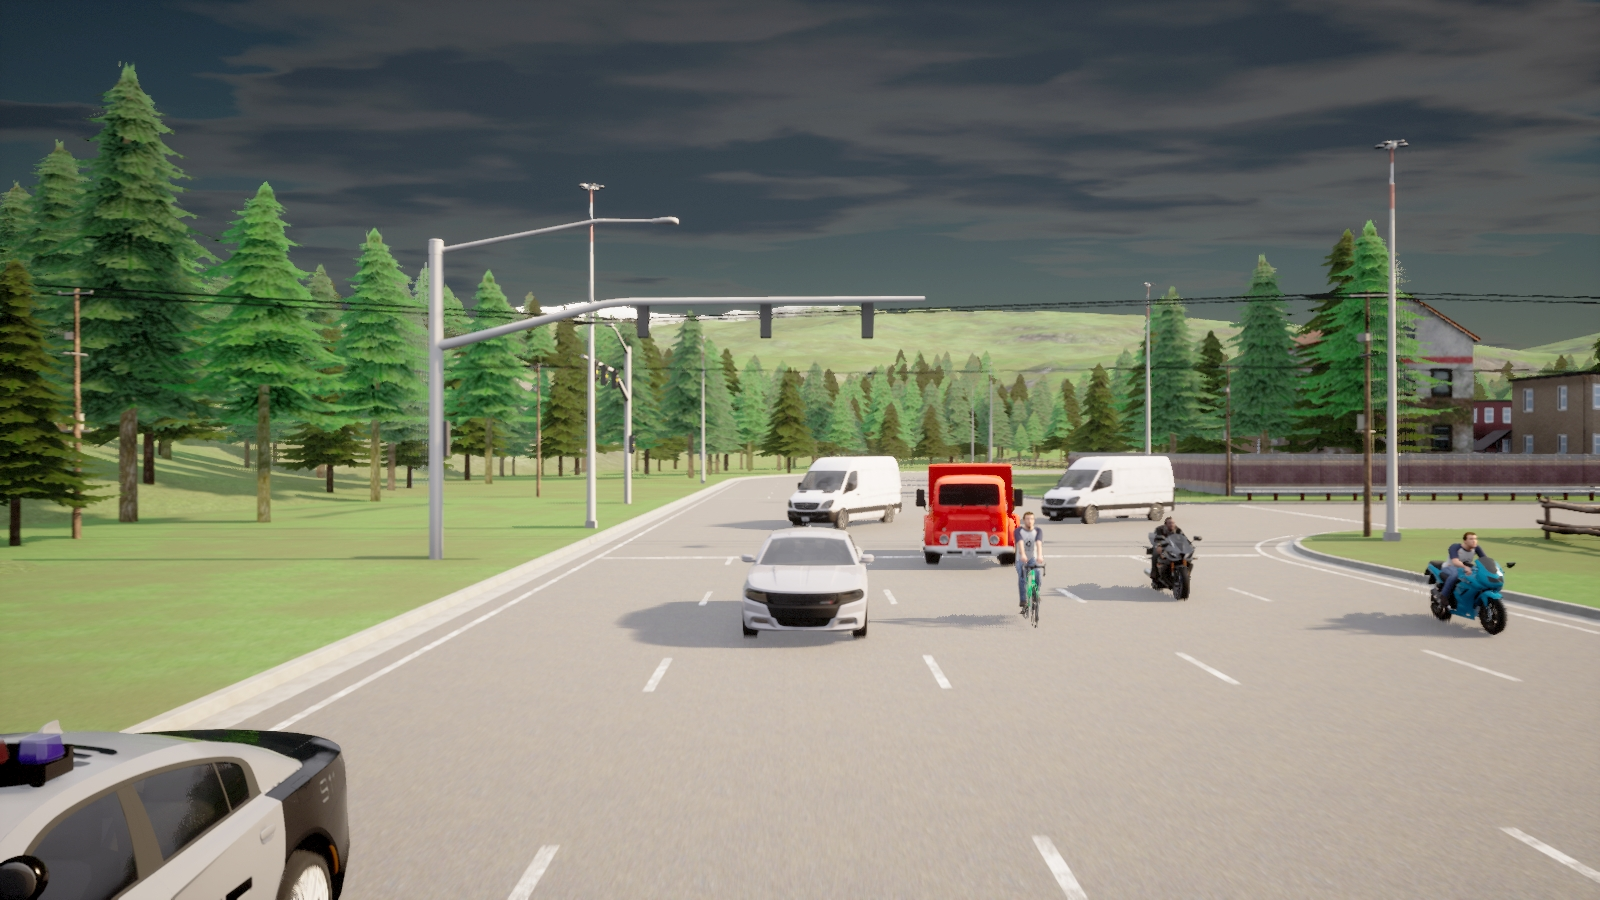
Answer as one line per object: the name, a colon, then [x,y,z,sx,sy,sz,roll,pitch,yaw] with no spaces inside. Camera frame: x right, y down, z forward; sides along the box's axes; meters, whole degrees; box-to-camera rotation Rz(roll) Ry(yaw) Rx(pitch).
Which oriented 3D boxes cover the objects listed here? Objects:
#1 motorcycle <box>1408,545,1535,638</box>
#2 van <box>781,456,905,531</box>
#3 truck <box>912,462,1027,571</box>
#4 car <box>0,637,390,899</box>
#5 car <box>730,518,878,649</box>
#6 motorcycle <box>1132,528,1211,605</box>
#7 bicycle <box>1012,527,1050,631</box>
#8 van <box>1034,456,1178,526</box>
motorcycle: [10.515,2.186,17.985,0.803,1.199,2.033,0,0,1]
van: [1.695,1.534,42.436,1.988,2.561,5.915,-1,0,31]
truck: [4.345,1.571,29.138,2.627,2.467,5.204,0,0,9]
car: [-3.606,1.982,4.494,2.097,1.638,5.238,0,0,0]
car: [0.146,2.034,18.642,2.097,1.535,5.006,0,0,2]
motorcycle: [7.137,2.205,22.079,0.867,1.251,2.209,0,0,2]
bicycle: [3.727,2.056,18.511,0.373,1.496,1.643,0,0,3]
van: [12.061,1.534,44.816,5.915,2.561,1.988,0,0,-33]
